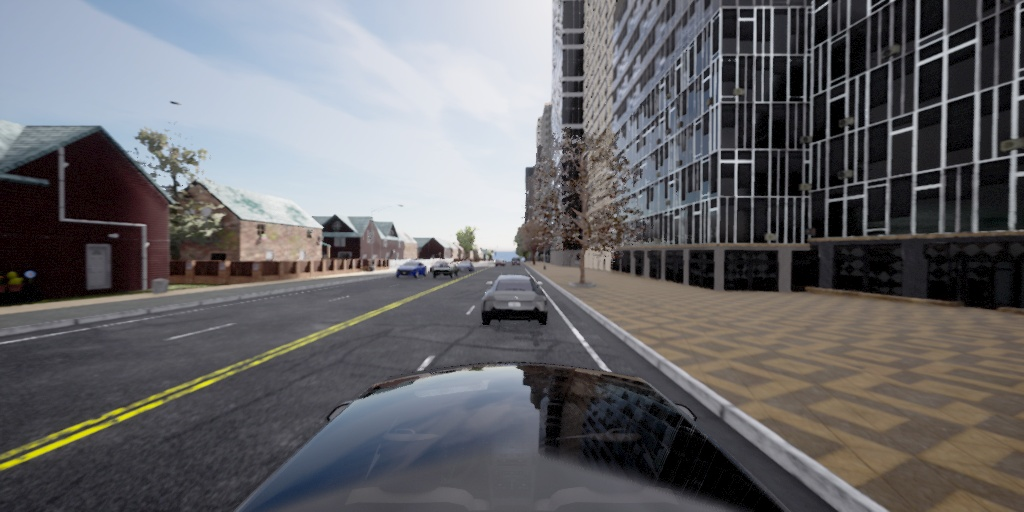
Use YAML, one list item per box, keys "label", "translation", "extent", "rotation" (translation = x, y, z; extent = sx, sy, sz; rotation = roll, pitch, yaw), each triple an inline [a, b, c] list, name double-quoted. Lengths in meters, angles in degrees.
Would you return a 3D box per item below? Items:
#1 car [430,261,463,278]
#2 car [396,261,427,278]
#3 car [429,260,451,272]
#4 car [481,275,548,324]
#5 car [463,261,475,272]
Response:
- label: "car"
  translation: [-6.173, 1.368, 33.826]
  extent: [1.895, 1.301, 4.718]
  rotation: [0, 0, 1]
- label: "car"
  translation: [-9.421, 1.225, 33.957]
  extent: [1.882, 1.535, 5.008]
  rotation: [0, 0, 1]
- label: "car"
  translation: [-9.285, 1.319, 46.720]
  extent: [1.812, 1.442, 4.674]
  rotation: [0, 0, 1]
- label: "car"
  translation: [0.094, 1.326, 11.994]
  extent: [1.994, 1.385, 4.181]
  rotation: [0, 0, 1]
- label: "car"
  translation: [-6.035, 1.339, 46.687]
  extent: [1.812, 1.442, 4.674]
  rotation: [0, 0, 1]
